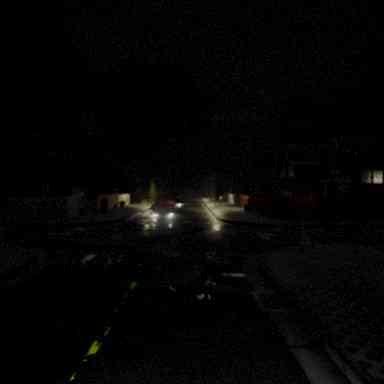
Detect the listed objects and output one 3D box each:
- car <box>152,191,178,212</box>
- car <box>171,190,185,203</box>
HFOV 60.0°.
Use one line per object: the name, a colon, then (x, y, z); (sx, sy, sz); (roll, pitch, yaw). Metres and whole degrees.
car: (-2.838, 1.047, 33.696); (2.097, 1.767, 4.553); (0, 0, 0)
car: (-2.769, 0.741, 54.624); (2.150, 2.045, 5.566); (0, 0, 0)
